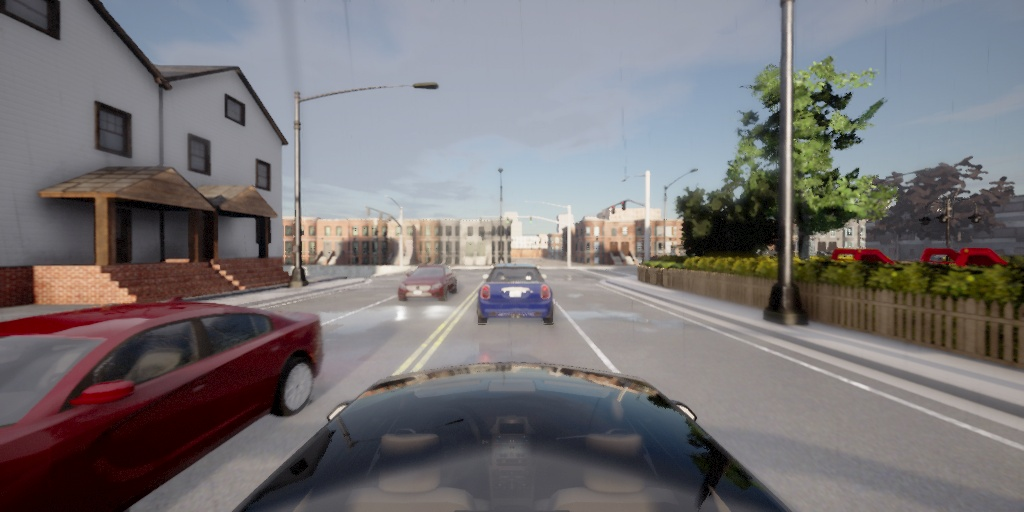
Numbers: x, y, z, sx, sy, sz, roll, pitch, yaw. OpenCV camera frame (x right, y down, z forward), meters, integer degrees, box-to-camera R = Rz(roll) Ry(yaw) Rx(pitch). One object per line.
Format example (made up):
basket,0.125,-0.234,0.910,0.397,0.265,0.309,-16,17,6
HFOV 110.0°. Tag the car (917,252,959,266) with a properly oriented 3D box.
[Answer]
car,45.815,0.588,37.561,5.566,2.045,2.150,0,1,0

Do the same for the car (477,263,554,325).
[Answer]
car,0.090,0.991,11.515,2.097,1.767,4.553,0,1,0

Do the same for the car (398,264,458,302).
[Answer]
car,-3.567,1.116,15.969,1.812,1.442,4.674,0,1,1

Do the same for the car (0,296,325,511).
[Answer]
car,-3.597,1.213,3.036,1.882,1.535,5.008,0,1,0
